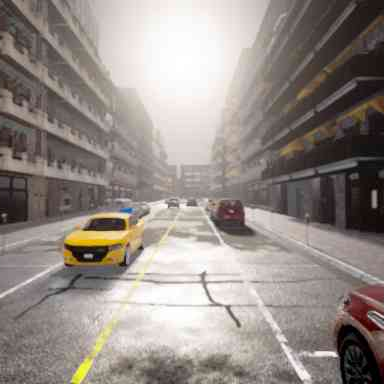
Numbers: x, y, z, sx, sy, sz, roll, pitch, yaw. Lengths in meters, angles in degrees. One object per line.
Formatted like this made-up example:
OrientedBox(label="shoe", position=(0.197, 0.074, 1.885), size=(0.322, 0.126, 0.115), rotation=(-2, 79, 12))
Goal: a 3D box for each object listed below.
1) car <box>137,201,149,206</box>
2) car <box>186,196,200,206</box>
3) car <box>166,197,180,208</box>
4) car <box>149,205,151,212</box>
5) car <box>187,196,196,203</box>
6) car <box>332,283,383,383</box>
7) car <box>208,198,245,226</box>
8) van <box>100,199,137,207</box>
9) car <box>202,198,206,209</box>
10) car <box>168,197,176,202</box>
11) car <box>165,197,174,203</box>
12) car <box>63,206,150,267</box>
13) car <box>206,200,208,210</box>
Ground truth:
OrientedBox(label="car", position=(-5.312, 1.620, 29.442), size=(2.008, 1.369, 4.403), rotation=(1, 0, 0))
OrientedBox(label="car", position=(-0.012, 1.818, 59.087), size=(1.895, 1.301, 4.718), rotation=(0, 0, 0))
OrientedBox(label="car", position=(-2.834, 1.684, 51.254), size=(1.837, 1.490, 4.892), rotation=(0, -1, 0))
OrientedBox(label="car", position=(-5.314, 1.619, 34.834), size=(1.752, 1.417, 4.829), rotation=(1, 0, 0))
OrientedBox(label="car", position=(-0.022, 1.670, 74.895), size=(1.994, 1.385, 4.181), rotation=(0, 0, 0))
OrientedBox(label="car", position=(2.583, 1.316, 1.682), size=(2.192, 1.841, 5.009), rotation=(1, 0, 0))
OrientedBox(label="car", position=(2.573, 1.361, 23.916), size=(2.192, 1.841, 5.009), rotation=(1, 0, 0))
OrientedBox(label="van", position=(-5.306, 1.386, 23.878), size=(1.690, 1.788, 3.998), rotation=(1, 0, 0))
OrientedBox(label="car", position=(2.736, 1.601, 45.073), size=(1.801, 1.575, 5.366), rotation=(0, 0, 0))
OrientedBox(label="car", position=(-5.334, 1.957, 90.645), size=(1.947, 1.339, 4.313), rotation=(1, 0, 0))
OrientedBox(label="car", position=(-5.329, 1.852, 79.348), size=(1.752, 1.417, 4.829), rotation=(1, 0, 0))
OrientedBox(label="car", position=(-2.838, 1.490, 11.664), size=(1.882, 1.535, 5.008), rotation=(0, 0, 0))
OrientedBox(label="car", position=(2.569, 1.510, 29.480), size=(1.967, 1.590, 4.097), rotation=(1, 0, 0))
